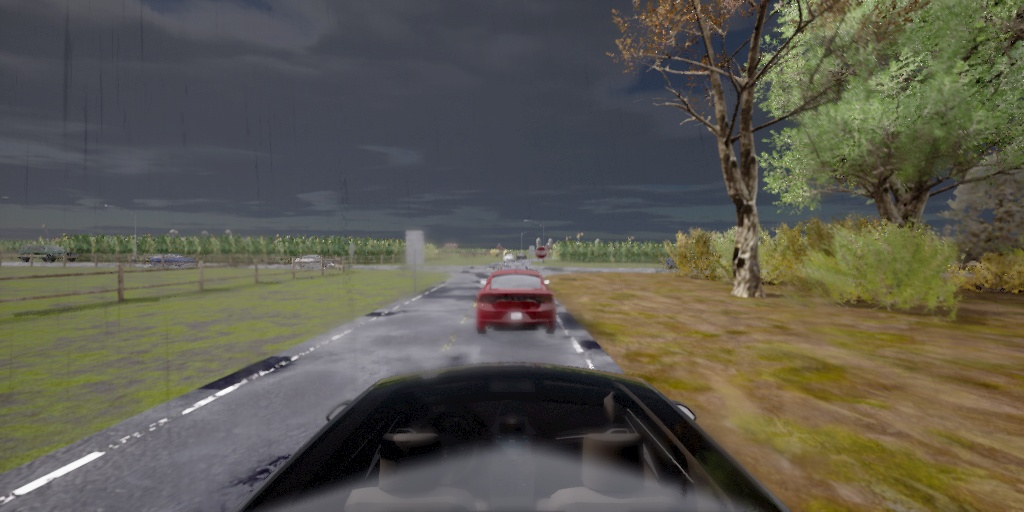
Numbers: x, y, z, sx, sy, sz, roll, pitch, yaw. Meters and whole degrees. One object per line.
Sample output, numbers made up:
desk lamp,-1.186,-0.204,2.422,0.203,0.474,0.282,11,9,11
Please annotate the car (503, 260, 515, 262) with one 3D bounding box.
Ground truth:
car,0.104,1.108,19.596,1.895,1.301,4.718,0,1,0

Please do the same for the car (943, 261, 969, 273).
car,47.256,1.154,38.384,4.718,1.301,1.895,0,1,8

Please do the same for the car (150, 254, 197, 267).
car,-39.036,0.465,41.375,4.674,1.442,1.812,0,1,3

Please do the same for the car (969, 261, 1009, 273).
car,48.581,1.151,34.581,5.357,1.411,2.033,0,1,8

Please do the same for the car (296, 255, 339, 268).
car,-21.990,0.600,40.611,4.674,1.442,1.812,0,1,3

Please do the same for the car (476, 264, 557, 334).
car,0.098,1.112,10.177,1.882,1.535,5.008,0,1,0

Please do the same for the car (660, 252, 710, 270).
car,20.167,0.575,41.397,5.566,2.045,2.150,0,1,5
